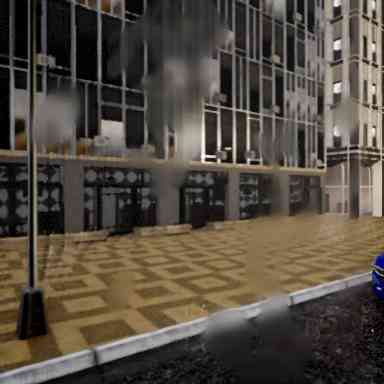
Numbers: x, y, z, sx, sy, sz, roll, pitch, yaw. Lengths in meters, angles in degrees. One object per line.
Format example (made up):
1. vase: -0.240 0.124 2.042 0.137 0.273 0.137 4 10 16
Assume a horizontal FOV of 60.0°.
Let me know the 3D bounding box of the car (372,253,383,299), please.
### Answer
1. car: 5.866 1.477 7.254 5.008 1.535 1.882 0 0 -35
